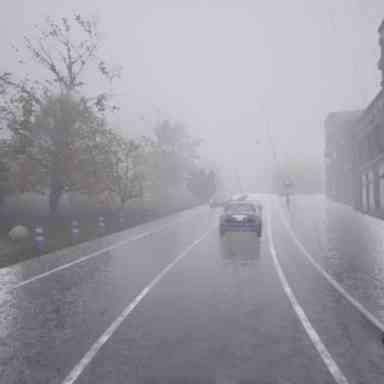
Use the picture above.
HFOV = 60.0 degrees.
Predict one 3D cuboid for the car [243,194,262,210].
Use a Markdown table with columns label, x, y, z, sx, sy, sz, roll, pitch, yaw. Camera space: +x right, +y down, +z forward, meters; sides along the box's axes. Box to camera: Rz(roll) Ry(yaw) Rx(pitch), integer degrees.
| label | x | y | z | sx | sy | sz | roll | pitch | yaw |
| --- | --- | --- | --- | --- | --- | --- | --- | --- | --- |
| car | 6.661 | 1.006 | 36.233 | 1.812 | 1.442 | 4.674 | -1 | 2 | 12 |

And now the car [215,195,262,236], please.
| label | x | y | z | sx | sy | sz | roll | pitch | yaw |
| --- | --- | --- | --- | --- | --- | --- | --- | --- | --- |
| car | 2.720 | 1.267 | 18.081 | 2.097 | 1.767 | 4.553 | -1 | 1 | 12 |

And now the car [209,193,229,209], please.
| label | x | y | z | sx | sy | sz | roll | pitch | yaw |
| --- | --- | --- | --- | --- | --- | --- | --- | --- | --- |
| car | 3.230 | 0.914 | 36.440 | 2.097 | 1.767 | 4.553 | -1 | 1 | 13 |
